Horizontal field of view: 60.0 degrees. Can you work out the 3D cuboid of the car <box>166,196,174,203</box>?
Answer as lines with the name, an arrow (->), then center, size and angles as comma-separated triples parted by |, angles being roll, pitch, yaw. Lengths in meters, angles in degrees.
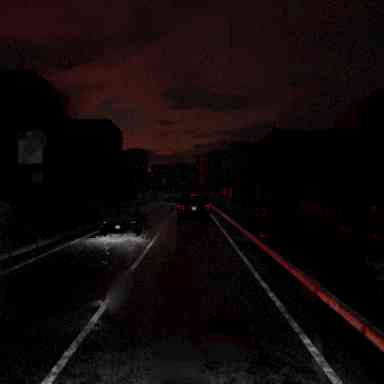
car -> -3.538, 1.296, 58.755 | 1.895, 1.301, 4.718 | 0, 1, 1

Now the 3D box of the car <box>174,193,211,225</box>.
car -> 0.118, 1.115, 23.148 | 2.150, 2.045, 5.566 | 0, 0, 0

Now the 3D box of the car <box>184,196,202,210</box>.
car -> 0.119, 1.327, 41.148 | 2.128, 1.511, 4.902 | 0, 0, 0

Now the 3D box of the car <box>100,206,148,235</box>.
car -> -3.543, 1.477, 17.926 | 1.994, 1.385, 4.181 | 0, 0, 0
